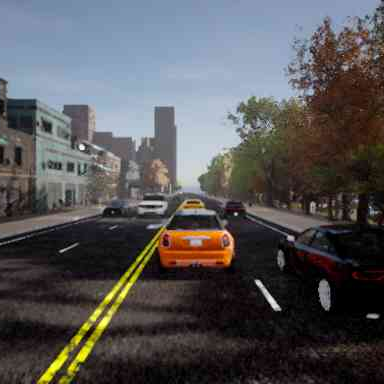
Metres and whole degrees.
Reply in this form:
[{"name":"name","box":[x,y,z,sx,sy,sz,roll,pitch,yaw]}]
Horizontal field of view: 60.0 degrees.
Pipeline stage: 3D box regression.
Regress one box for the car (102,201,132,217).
[{"name":"car","box":[-6.583,1.486,29.673,1.994,1.385,4.181,0,0,0]}]

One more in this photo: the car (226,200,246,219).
[{"name":"car","box":[3.363,1.432,27.871,1.837,1.490,4.892,0,0,0]}]

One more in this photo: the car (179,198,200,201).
[{"name":"car","box":[0.114,1.401,29.326,1.882,1.535,5.008,0,0,0]}]

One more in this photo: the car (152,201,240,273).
[{"name":"car","box":[0.105,1.324,10.736,2.097,1.767,4.553,0,0,0]}]

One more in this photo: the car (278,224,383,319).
[{"name":"car","box":[3.354,1.458,7.470,1.882,1.535,5.008,0,0,0]}]

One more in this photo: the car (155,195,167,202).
[{"name":"car","box":[-6.469,1.345,70.862,2.033,1.411,5.357,0,0,0]}]

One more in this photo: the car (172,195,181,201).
[{"name":"car","box":[-3.220,1.358,70.861,1.994,1.385,4.181,0,0,0]}]

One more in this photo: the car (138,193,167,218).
[{"name":"car","box":[-3.335,1.146,29.462,2.150,2.045,5.566,0,0,0]}]
